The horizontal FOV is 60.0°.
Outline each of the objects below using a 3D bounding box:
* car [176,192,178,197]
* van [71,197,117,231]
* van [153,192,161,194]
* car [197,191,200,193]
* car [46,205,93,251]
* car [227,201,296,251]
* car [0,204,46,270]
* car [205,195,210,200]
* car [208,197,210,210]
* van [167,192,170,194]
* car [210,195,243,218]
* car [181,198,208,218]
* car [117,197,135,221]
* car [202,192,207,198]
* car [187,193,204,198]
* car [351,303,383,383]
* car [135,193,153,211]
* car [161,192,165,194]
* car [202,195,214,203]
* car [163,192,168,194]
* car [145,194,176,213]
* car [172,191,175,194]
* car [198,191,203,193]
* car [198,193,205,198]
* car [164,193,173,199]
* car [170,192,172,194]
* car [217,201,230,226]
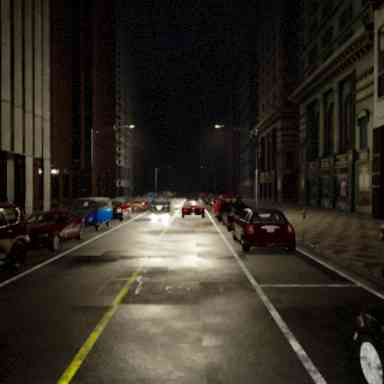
[{"bbox_3d":[-5.797,0.971,92.479,2.008,1.369,4.403,0,0,0],"label":"car"},{"bbox_3d":[-5.772,1.216,19.203,1.690,1.788,3.998,0,0,0],"label":"van"},{"bbox_3d":[-5.782,1.034,47.386,1.690,1.788,3.998,0,0,0],"label":"van"},{"bbox_3d":[2.730,1.035,86.851,1.802,1.307,4.206,0,0,0],"label":"car"},{"bbox_3d":[-5.770,1.456,13.568,1.887,1.381,4.507,0,0,0],"label":"car"},{"bbox_3d":[2.755,1.351,13.579,1.967,1.590,4.097,0,0,0],"label":"car"},{"bbox_3d":[-5.769,1.263,7.929,2.192,1.841,5.009,0,0,0],"label":"car"},{"bbox_3d":[2.748,1.331,36.126,1.947,1.339,4.313,0,0,0],"label":"car"},{"bbox_3d":[2.750,1.346,30.489,1.887,1.381,4.507,0,0,0],"label":"car"},{"bbox_3d":[-5.788,0.929,64.295,1.690,1.788,3.998,0,0,0],"label":"van"},{"bbox_3d":[2.751,1.153,24.852,2.192,1.841,5.009,0,0,0],"label":"car"},{"bbox_3d":[0.090,1.417,28.218,1.895,1.301,4.718,0,0,0],"label":"car"},{"bbox_3d":[-5.774,1.278,24.840,1.967,1.590,4.097,0,0,0],"label":"car"},{"bbox_3d":[2.743,1.133,47.396,1.967,1.590,4.097,0,0,0],"label":"car"},{"bbox_3d":[0.084,1.201,44.775,2.128,1.511,4.902,0,0,0],"label":"car"},{"bbox_3d":[2.759,1.535,2.308,2.008,1.369,4.403,0,0,0],"label":"car"},{"bbox_3d":[-5.778,1.205,36.113,1.967,1.590,4.097,0,0,0],"label":"car"},{"bbox_3d":[-5.783,1.183,52.854,1.752,1.417,4.829,0,0,0],"label":"car"},{"bbox_3d":[2.740,1.188,58.669,1.947,1.339,4.313,0,0,0],"label":"car"},{"bbox_3d":[-5.785,1.173,58.659,2.008,1.369,4.403,0,0,0],"label":"car"},{"bbox_3d":[-3.045,1.273,33.614,2.128,1.511,4.902,0,0,0],"label":"car"},{"bbox_3d":[-5.792,0.835,75.568,2.192,1.841,5.009,0,0,0],"label":"car"},{"bbox_3d":[2.734,1.102,75.579,1.802,1.307,4.206,0,0,0],"label":"car"},{"bbox_3d":[2.728,1.002,92.488,1.802,1.307,4.206,0,0,0],"label":"car"},{"bbox_3d":[-5.793,1.052,81.206,1.947,1.339,4.313,0,0,0],"label":"car"},{"bbox_3d":[-5.789,0.994,69.932,1.967,1.590,4.097,0,0,0],"label":"car"},{"bbox_3d":[2.754,1.440,19.217,1.947,1.339,4.313,0,0,0],"label":"car"}]
